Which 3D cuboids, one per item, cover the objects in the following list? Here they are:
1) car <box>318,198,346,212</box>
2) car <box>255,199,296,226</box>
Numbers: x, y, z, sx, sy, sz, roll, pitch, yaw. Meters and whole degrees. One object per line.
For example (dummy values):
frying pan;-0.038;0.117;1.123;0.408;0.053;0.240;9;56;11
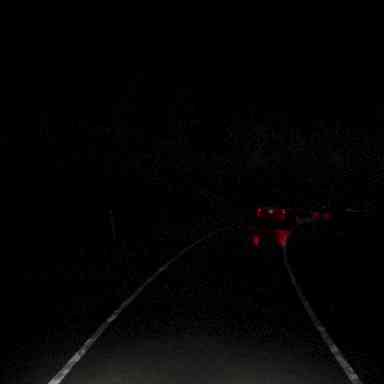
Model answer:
car;15.703;1.369;37.269;1.812;1.442;4.674;6;4;43
car;5.940;1.271;23.135;2.097;1.767;4.553;3;2;25
